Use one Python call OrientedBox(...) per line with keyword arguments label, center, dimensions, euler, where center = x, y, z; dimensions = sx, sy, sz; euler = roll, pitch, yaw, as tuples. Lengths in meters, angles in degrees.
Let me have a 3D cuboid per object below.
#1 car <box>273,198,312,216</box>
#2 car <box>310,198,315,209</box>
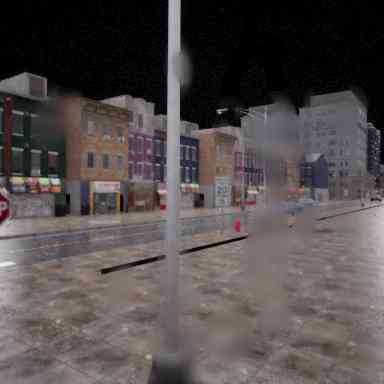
OrientedBox(label="car", center=(9.876, 1.606, 33.249), dimensions=(2.033, 1.411, 5.357), euler=(1, 0, 36))
OrientedBox(label="car", center=(15.522, 1.574, 45.776), dimensions=(1.837, 1.490, 4.892), euler=(1, 0, 36))
